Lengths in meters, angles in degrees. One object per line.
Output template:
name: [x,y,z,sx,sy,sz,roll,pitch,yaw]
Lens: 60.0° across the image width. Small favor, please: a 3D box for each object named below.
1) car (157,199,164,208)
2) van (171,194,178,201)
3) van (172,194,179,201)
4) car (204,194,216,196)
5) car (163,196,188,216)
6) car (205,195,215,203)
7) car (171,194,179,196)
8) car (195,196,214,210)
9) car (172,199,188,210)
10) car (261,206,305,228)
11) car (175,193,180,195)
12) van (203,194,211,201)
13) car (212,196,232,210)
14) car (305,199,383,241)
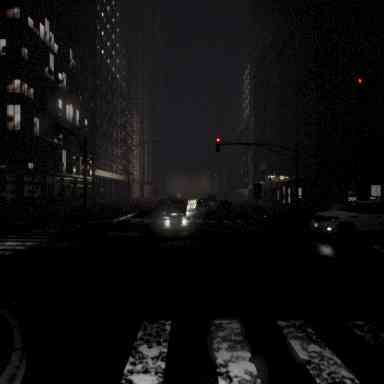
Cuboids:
car: [-4.037,1.589,47.311,1.802,1.307,4.206,0,0,0]
van: [-4.185,1.315,80.477,1.690,1.788,3.998,0,0,0]
van: [-4.210,1.309,86.004,1.690,1.788,3.998,0,0,0]
car: [3.769,1.308,63.928,2.192,1.841,5.009,0,0,0]
car: [-1.507,1.492,33.319,1.882,1.535,5.008,0,0,0]
car: [3.744,1.427,69.457,1.967,1.590,4.097,0,0,0]
car: [-4.111,1.559,63.894,1.947,1.339,4.313,0,0,0]
car: [1.394,1.556,43.972,2.033,1.411,5.357,0,0,0]
car: [-1.542,1.610,43.451,1.895,1.301,4.718,0,0,0]
car: [6.788,1.629,21.243,4.674,1.442,1.812,3,1,12]
car: [-4.160,1.421,74.949,1.967,1.590,4.097,0,0,0]
van: [3.695,1.315,80.512,1.690,1.788,3.998,0,0,0]
car: [3.917,1.576,41.820,1.947,1.339,4.313,0,0,0]
car: [9.107,1.402,17.098,5.566,2.045,2.150,1,0,-3]
